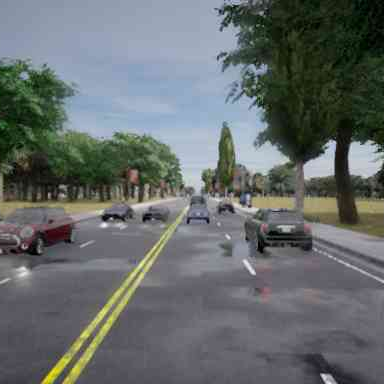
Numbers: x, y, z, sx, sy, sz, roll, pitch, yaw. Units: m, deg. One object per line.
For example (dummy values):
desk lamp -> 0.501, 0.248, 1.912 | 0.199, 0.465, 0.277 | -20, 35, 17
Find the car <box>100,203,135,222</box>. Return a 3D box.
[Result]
car -> -6.067, 1.671, 27.989 | 2.033, 1.411, 5.357 | 0, 0, 2

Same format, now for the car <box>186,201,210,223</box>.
car -> 0.512, 1.717, 27.391 | 2.033, 1.411, 5.357 | 0, 0, 1

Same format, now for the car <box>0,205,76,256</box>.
car -> -6.369, 1.383, 13.274 | 2.097, 1.767, 4.553 | 0, 0, 2

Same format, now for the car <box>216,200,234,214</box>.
car -> 3.996, 1.780, 40.014 | 1.837, 1.490, 4.892 | 0, 0, 1

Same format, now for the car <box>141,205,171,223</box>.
car -> -2.846, 1.743, 27.065 | 1.895, 1.301, 4.718 | 0, 0, 2

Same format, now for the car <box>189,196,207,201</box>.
car -> 0.798, 1.499, 44.199 | 2.150, 2.045, 5.566 | 0, 0, 1

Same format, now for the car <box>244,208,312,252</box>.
car -> 3.573, 1.465, 14.574 | 2.097, 1.767, 4.553 | 0, 0, 1
